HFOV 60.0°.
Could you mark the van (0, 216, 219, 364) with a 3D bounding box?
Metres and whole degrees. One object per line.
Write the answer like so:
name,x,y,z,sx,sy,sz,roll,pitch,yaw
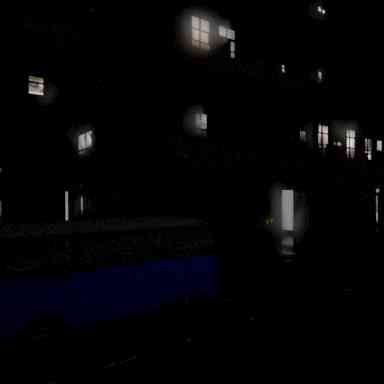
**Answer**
van,-1.416,1.341,5.555,3.998,1.788,1.690,0,0,-35
